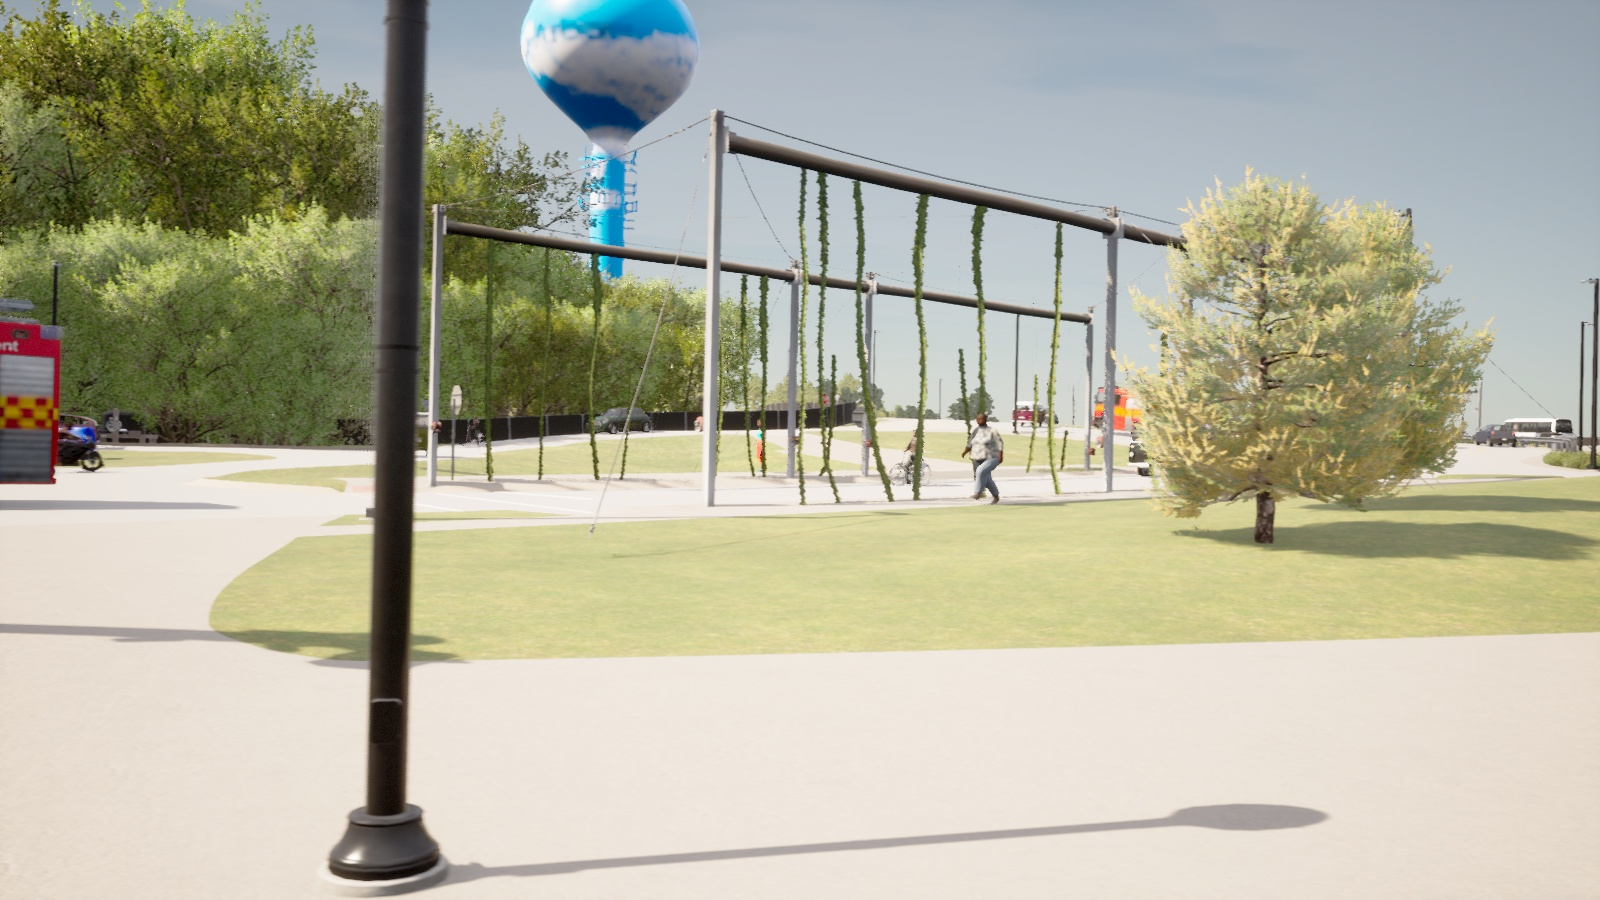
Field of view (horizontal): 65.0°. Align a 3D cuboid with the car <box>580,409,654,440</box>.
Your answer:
[{"bbox_3d":[-11.893,-1.693,81.809,2.097,1.767,4.553,0,4,37],"label":"car"}]

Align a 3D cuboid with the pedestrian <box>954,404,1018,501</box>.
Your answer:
[{"bbox_3d":[3.662,0.055,24.769,0.900,1.855,0.874,0,-1,-40],"label":"pedestrian"}]

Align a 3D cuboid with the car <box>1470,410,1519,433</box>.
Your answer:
[{"bbox_3d":[47.306,-1.989,85.621,1.845,1.501,3.633,0,2,10],"label":"car"}]

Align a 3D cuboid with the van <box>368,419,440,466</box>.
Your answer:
[{"bbox_3d":[-17.591,-0.339,55.676,1.775,1.987,4.442,0,1,-35],"label":"van"}]

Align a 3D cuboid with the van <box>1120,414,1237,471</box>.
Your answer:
[{"bbox_3d":[14.485,-0.316,47.944,4.480,2.038,2.069,-2,1,-39],"label":"van"}]

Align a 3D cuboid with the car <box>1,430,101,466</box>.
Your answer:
[{"bbox_3d":[-33.505,-0.107,56.284,3.705,1.549,1.789,-1,2,-26],"label":"car"}]

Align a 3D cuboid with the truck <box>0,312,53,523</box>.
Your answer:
[{"bbox_3d":[-17.994,-0.623,21.505,8.468,3.827,2.891,1,-1,-43],"label":"truck"}]

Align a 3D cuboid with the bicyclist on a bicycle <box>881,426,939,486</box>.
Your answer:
[{"bbox_3d":[3.380,0.178,38.405,1.843,1.776,0.659,-1,1,-42],"label":"bicyclist on a bicycle"}]

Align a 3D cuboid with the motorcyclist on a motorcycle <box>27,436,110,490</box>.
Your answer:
[{"bbox_3d":[-21.744,0.386,37.335,2.044,1.523,0.797,-2,-1,-33],"label":"motorcyclist on a motorcycle"}]

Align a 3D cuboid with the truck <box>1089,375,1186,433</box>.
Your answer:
[{"bbox_3d":[23.942,-3.392,89.744,2.891,3.827,8.468,0,4,-13],"label":"truck"}]
